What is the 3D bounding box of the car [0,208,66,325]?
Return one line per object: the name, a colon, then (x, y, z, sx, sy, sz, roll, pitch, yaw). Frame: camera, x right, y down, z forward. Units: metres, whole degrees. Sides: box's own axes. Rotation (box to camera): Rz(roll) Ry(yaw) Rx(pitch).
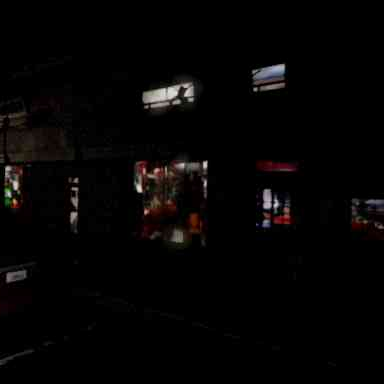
car: (-4.341, 1.192, 5.952, 5.009, 1.841, 2.192, 1, 2, 35)
